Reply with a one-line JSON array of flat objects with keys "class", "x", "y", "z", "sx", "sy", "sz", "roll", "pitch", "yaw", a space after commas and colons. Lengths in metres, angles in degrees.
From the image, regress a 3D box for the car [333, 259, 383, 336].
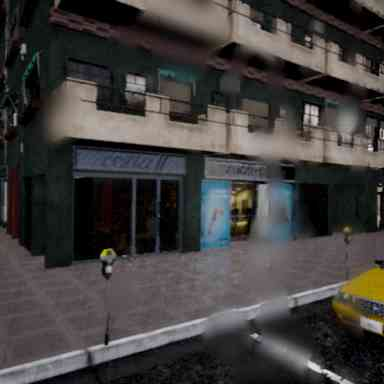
[{"class": "car", "x": 4.462, "y": 1.525, "z": 5.936, "sx": 4.829, "sy": 1.417, "sz": 1.752, "roll": 0, "pitch": 1, "yaw": -34}]
